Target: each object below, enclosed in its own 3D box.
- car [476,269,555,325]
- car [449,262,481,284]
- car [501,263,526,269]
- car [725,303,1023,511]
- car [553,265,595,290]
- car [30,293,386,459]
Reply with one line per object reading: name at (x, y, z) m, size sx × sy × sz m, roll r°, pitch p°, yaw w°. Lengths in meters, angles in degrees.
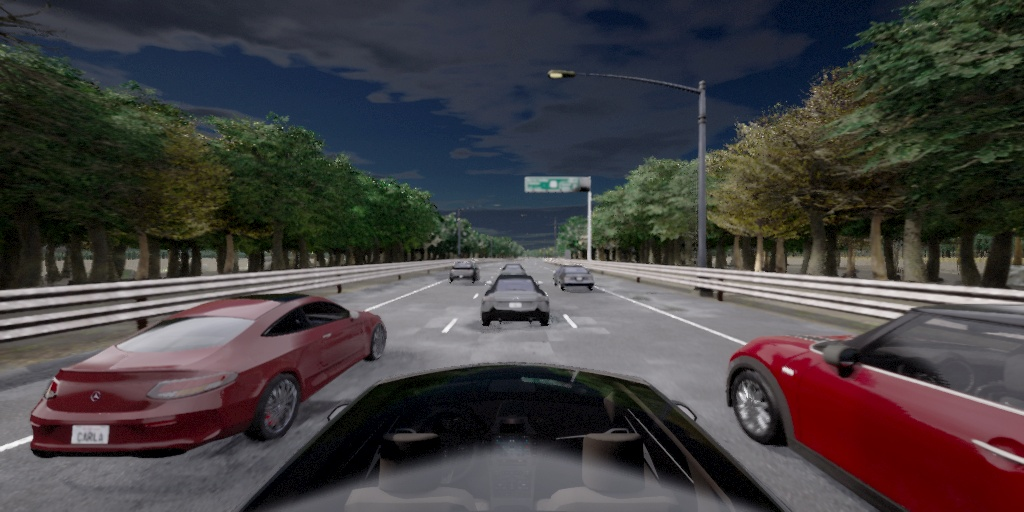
car at (0.095, 1.284, 11.638) m, size 1.994 × 1.385 × 4.181 m, roll 0°, pitch 0°, yaw 0°
car at (-3.406, 1.174, 26.499) m, size 2.128 × 1.511 × 4.902 m, roll 0°, pitch 0°, yaw 0°
car at (0.094, 1.245, 27.052) m, size 1.994 × 1.385 × 4.181 m, roll 0°, pitch 0°, yaw 0°
car at (3.579, 1.099, 2.414) m, size 2.097 × 1.767 × 4.553 m, roll 0°, pitch 0°, yaw 0°
car at (3.592, 1.242, 21.638) m, size 2.033 × 1.411 × 5.357 m, roll 0°, pitch 0°, yaw 0°
car at (-3.410, 1.264, 5.206) m, size 1.812 × 1.442 × 4.674 m, roll 0°, pitch 0°, yaw 0°
